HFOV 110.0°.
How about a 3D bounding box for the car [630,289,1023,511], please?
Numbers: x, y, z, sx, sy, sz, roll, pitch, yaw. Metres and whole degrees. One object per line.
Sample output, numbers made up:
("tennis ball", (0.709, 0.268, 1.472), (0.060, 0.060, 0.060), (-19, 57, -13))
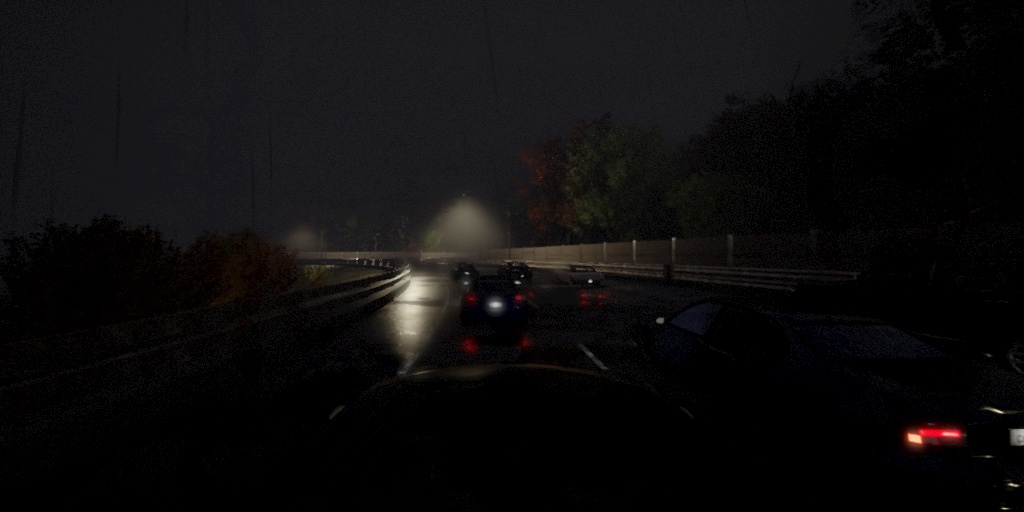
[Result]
("car", (3.430, 1.280, 4.960), (2.033, 1.411, 5.357), (0, 0, -2))

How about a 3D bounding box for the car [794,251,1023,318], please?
("car", (8.340, 0.937, 6.800), (2.150, 2.045, 5.566), (0, 0, -11))

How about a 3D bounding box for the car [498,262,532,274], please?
("car", (0.148, 1.192, 27.419), (2.128, 1.511, 4.902), (0, 0, -14))

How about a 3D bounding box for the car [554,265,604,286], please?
("car", (4.451, 1.292, 24.598), (1.895, 1.301, 4.718), (0, 0, -12))

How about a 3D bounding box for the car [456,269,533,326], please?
("car", (-0.645, 1.297, 11.744), (1.994, 1.385, 4.181), (0, 0, -6))

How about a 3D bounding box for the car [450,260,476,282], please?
("car", (-3.870, 1.274, 28.869), (1.994, 1.385, 4.181), (0, 0, -15))
